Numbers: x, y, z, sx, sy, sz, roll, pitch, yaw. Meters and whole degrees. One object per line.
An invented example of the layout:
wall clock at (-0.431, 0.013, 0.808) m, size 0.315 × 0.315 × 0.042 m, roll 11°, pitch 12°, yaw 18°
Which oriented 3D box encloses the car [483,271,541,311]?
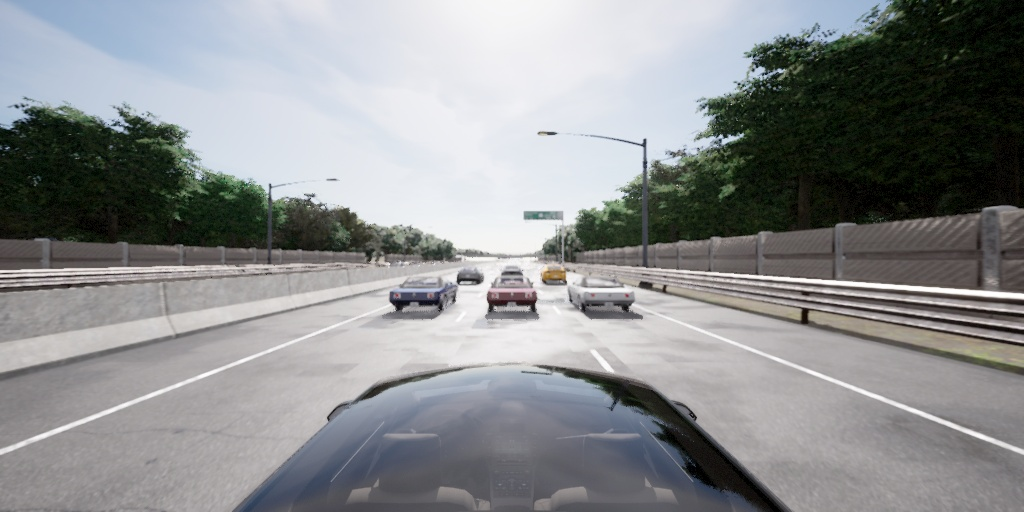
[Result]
car at (0.012, 1.473, 15.106) m, size 1.895 × 1.301 × 4.718 m, roll 0°, pitch 0°, yaw 0°

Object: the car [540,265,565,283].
car at (3.518, 1.488, 31.098) m, size 1.882 × 1.535 × 5.008 m, roll 0°, pitch 0°, yaw 1°

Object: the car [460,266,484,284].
car at (-3.487, 1.569, 30.439) m, size 1.994 × 1.385 × 4.181 m, roll 0°, pitch 0°, yaw 1°

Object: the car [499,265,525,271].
car at (0.010, 1.511, 30.373) m, size 1.837 × 1.490 × 4.892 m, roll 0°, pitch 0°, yaw 0°

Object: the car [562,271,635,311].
car at (3.512, 1.473, 15.105) m, size 1.895 × 1.301 × 4.718 m, roll 0°, pitch 0°, yaw 0°

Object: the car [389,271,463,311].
car at (-3.488, 1.473, 15.109) m, size 1.895 × 1.301 × 4.718 m, roll 0°, pitch 0°, yaw 0°
